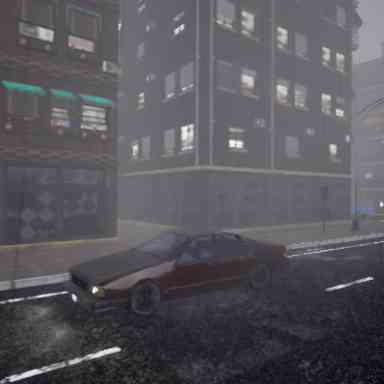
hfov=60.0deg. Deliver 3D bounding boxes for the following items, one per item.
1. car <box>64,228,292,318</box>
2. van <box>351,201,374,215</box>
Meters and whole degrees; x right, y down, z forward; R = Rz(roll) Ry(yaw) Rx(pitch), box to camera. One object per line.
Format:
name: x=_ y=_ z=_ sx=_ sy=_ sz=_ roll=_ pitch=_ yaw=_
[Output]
car: x=0.009 y=1.589 z=7.681 sx=5.357 sy=1.411 sz=2.033 roll=1 pitch=0 yaw=-35
van: x=20.955 y=2.003 z=42.419 sx=1.690 sy=1.788 sz=3.998 roll=-1 pitch=0 yaw=-36
